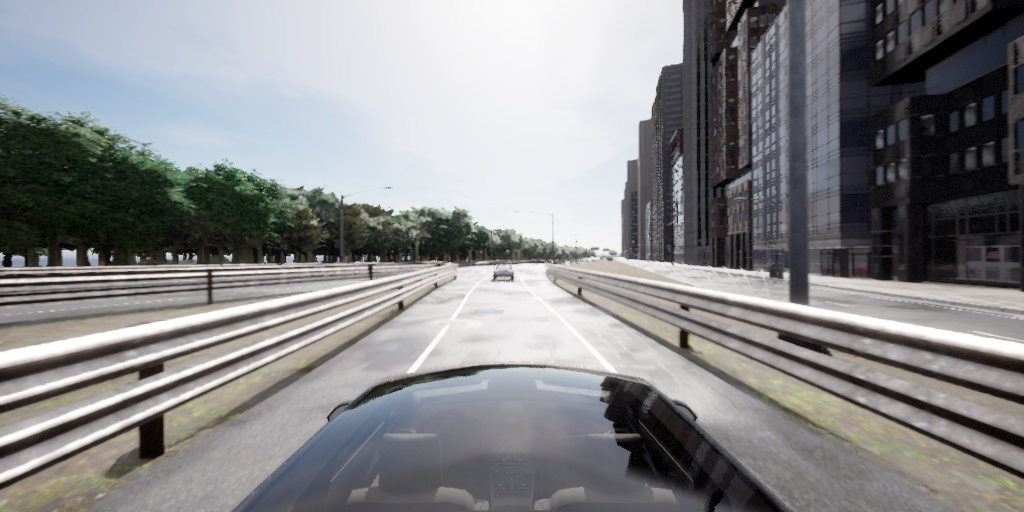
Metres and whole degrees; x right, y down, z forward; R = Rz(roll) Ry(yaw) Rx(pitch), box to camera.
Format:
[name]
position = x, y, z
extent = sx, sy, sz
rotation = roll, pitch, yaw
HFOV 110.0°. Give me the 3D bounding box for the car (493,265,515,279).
[car]
position = -0.700, 1.489, 33.760
extent = 1.895, 1.301, 4.718
rotation = 0, 0, 1
